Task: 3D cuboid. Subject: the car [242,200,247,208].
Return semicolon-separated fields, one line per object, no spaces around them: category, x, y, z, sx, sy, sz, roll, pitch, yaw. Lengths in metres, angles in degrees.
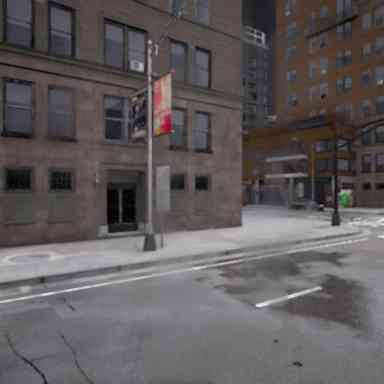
car;5.467;1.417;44.206;1.802;1.307;4.206;0;0;-35

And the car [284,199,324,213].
car;11.827;1.404;35.204;1.947;1.339;4.313;0;0;-35
